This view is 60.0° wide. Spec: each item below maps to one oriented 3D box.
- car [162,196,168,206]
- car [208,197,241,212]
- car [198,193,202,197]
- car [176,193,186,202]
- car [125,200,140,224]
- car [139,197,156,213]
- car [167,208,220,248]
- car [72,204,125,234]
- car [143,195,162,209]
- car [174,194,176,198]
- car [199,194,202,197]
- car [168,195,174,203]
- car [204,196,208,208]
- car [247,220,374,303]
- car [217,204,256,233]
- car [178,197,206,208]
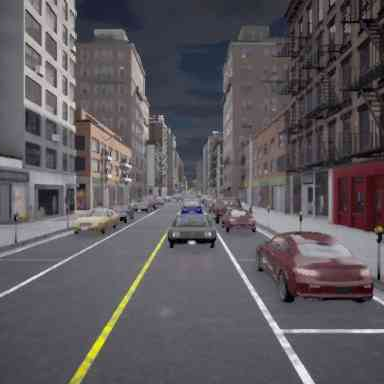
[{"bbox_3d":[-5.387,1.411,53.351,1.967,1.590,4.097,0,0,0],"label":"car"},{"bbox_3d":[2.638,1.305,24.948,2.192,1.841,5.009,0,0,0],"label":"car"},{"bbox_3d":[2.638,1.484,70.567,1.752,1.417,4.829,0,0,0],"label":"car"},{"bbox_3d":[-2.750,1.481,76.743,2.033,1.411,5.357,0,0,0],"label":"car"},{"bbox_3d":[-5.387,1.556,24.942,1.947,1.339,4.313,0,0,0],"label":"car"},{"bbox_3d":[-5.387,1.548,36.305,1.947,1.339,4.313,0,0,0],"label":"car"},{"bbox_3d":[0.000,1.613,14.680,1.895,1.301,4.718,0,0,0],"label":"car"},{"bbox_3d":[-5.388,1.519,19.090,1.752,1.417,4.829,0,0,0],"label":"car"},{"bbox_3d":[-5.387,1.294,41.987,2.192,1.841,5.009,0,0,0],"label":"car"},{"bbox_3d":[-5.387,1.504,76.078,2.008,1.369,4.403,0,0,0],"label":"car"},{"bbox_3d":[2.638,1.533,59.035,1.947,1.339,4.313,0,0,0],"label":"car"},{"bbox_3d":[-5.387,1.540,70.396,1.802,1.307,4.206,0,0,0],"label":"car"},{"bbox_3d":[2.638,1.423,36.310,1.967,1.590,4.097,0,0,0],"label":"car"},{"bbox_3d":[2.637,1.579,7.903,1.802,1.307,4.206,0,0,0],"label":"car"},{"bbox_3d":[2.638,1.576,19.266,1.802,1.307,4.206,0,0,0],"label":"car"},{"bbox_3d":[0.000,1.473,29.649,1.882,1.535,5.008,0,0,0],"label":"car"}]
